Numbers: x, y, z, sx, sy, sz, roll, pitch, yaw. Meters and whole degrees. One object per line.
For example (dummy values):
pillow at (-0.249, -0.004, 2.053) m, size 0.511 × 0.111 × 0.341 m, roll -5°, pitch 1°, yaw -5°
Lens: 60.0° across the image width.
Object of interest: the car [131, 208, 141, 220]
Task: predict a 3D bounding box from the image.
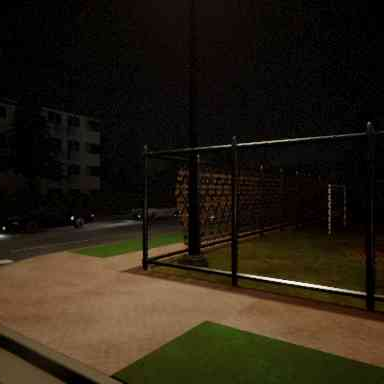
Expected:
car at (-2.842, 1.579, 27.669) m, size 1.895 × 1.301 × 4.718 m, roll 0°, pitch 0°, yaw 35°

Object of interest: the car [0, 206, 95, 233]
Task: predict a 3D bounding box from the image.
car at (-8.374, 1.526, 19.787) m, size 2.033 × 1.411 × 5.357 m, roll 0°, pitch 0°, yaw 35°
